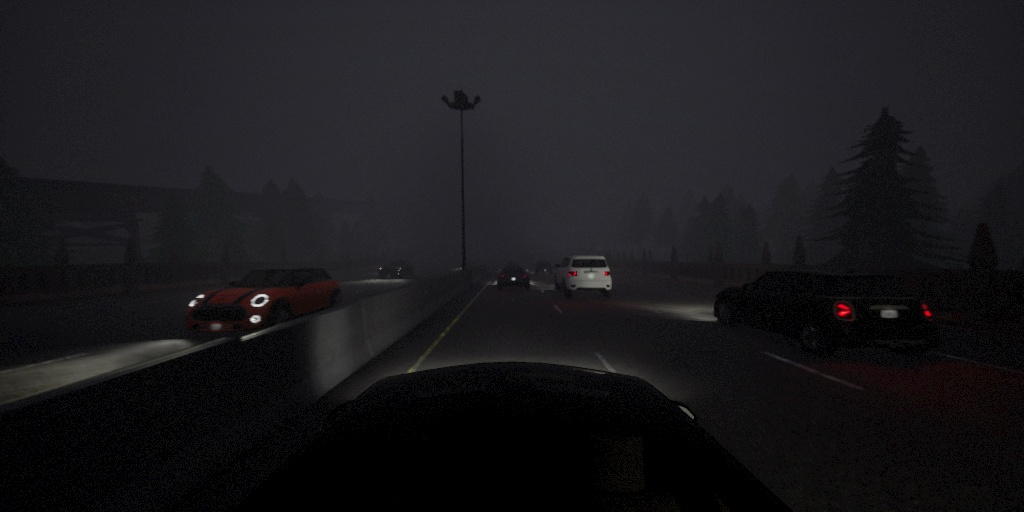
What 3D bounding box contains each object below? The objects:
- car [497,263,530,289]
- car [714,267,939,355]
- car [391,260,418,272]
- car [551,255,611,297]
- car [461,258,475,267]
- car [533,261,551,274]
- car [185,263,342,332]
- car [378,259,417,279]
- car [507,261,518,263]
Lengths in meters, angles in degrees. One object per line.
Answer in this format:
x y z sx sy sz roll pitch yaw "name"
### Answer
0.090 1.327 23.018 1.994 1.385 4.181 0 0 0 "car"
7.097 1.109 8.870 2.097 1.767 4.553 0 0 0 "car"
-14.026 1.321 47.119 2.033 1.411 5.357 0 0 0 "car"
3.591 0.982 18.957 2.150 2.045 5.566 0 0 0 "car"
-7.029 1.072 58.574 2.033 1.411 5.357 0 3 0 "car"
3.581 1.277 41.476 1.837 1.490 4.892 0 0 0 "car"
-7.098 1.109 10.847 2.097 1.767 4.553 0 0 0 "car"
-10.574 1.119 32.981 2.097 1.767 4.553 0 0 0 "car"
0.081 1.321 42.825 2.033 1.411 5.357 0 0 0 "car"
